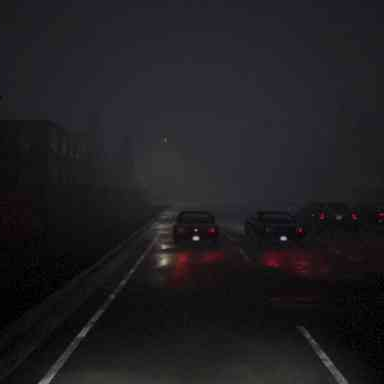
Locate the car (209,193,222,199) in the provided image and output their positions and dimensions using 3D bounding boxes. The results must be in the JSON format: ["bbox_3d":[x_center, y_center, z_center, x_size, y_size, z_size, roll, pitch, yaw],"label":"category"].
[{"bbox_3d":[6.667,1.182,95.070,2.033,1.411,5.357,0,0,0],"label":"car"}]

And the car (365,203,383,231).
[{"bbox_3d":[10.646,1.421,20.013,2.128,1.511,4.902,0,0,0],"label":"car"}]

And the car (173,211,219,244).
[{"bbox_3d":[0.162,1.542,15.520,1.895,1.301,4.718,0,0,0],"label":"car"}]

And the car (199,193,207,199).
[{"bbox_3d":[3.167,1.141,95.052,1.837,1.490,4.892,0,0,0],"label":"car"}]

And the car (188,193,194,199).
[{"bbox_3d":[-0.335,1.162,95.451,1.812,1.442,4.674,0,0,0],"label":"car"}]

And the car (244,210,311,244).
[{"bbox_3d":[3.662,1.543,15.510,1.895,1.301,4.718,0,0,0],"label":"car"}]

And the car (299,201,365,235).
[{"bbox_3d":[7.149,1.284,18.316,2.097,1.767,4.553,0,0,0],"label":"car"}]
